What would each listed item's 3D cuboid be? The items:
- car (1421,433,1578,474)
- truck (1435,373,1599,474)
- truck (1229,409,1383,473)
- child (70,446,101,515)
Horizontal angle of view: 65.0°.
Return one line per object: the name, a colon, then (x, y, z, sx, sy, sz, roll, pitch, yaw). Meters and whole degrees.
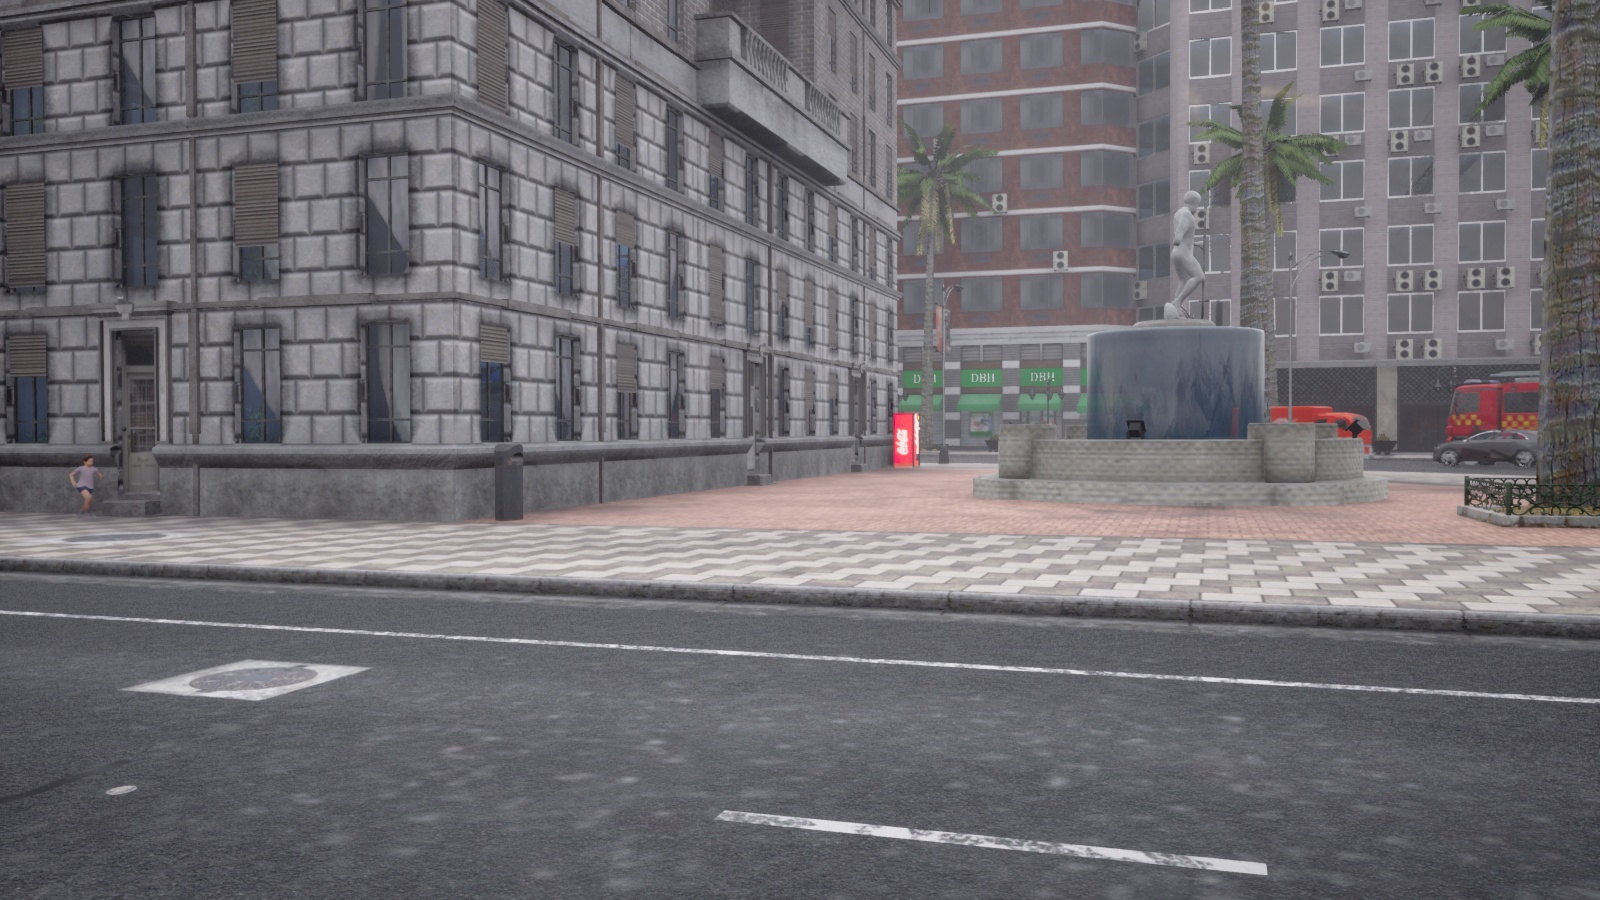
car: (27.124, 0.102, 48.848, 2.128, 1.511, 4.902, 0, 1, -34)
truck: (30.362, -1.031, 50.365, 2.891, 3.827, 8.468, 0, 1, -32)
truck: (20.614, -0.404, 51.306, 2.627, 2.467, 5.204, 0, 1, -44)
child: (-11.593, 0.493, 20.386, 0.394, 1.110, 0.255, 1, 1, 25)
